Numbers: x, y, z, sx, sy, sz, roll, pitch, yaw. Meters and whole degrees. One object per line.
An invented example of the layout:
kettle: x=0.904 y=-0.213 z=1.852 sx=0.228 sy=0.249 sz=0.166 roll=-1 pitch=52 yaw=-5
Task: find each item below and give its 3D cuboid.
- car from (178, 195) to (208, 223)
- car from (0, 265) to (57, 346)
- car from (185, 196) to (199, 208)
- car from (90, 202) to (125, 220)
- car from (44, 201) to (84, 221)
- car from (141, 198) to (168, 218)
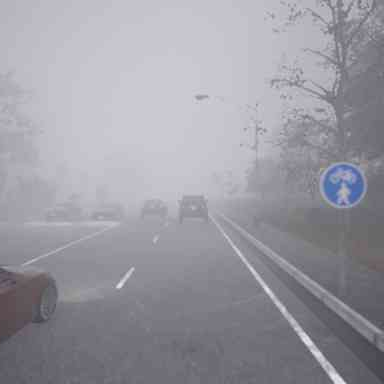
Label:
car: x=0.106 y=1.238 z=26.140 sx=2.150 sy=2.045 sz=5.566 roll=0 pitch=0 yaw=0
car: x=-3.400 y=1.538 z=4.231 sx=1.812 sy=1.442 sz=4.674 roll=0 pitch=0 yaw=0
car: x=0.063 y=1.380 z=48.686 sx=1.882 sy=1.535 sz=5.008 roll=0 pitch=0 yaw=1
car: x=-6.999 y=1.556 z=28.336 sx=2.033 sy=1.411 sz=5.357 roll=0 pitch=0 yaw=0
car: x=-10.508 y=1.518 z=27.643 sx=1.837 sy=1.490 sz=4.892 roll=0 pitch=0 yaw=1
car: x=-3.369 y=1.355 z=30.513 sx=2.097 sy=1.767 sz=4.553 roll=0 pitch=0 yaw=0
